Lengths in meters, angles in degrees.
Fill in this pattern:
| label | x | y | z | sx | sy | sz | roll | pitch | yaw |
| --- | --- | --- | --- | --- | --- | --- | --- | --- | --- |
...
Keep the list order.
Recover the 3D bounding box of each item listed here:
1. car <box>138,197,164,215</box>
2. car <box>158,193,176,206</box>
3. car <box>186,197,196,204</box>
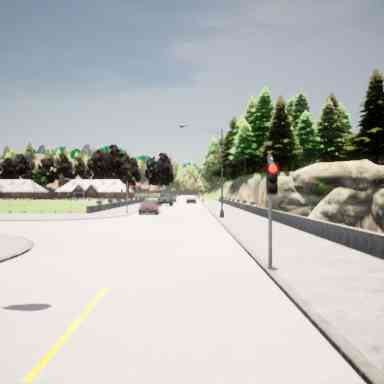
| label | x | y | z | sx | sy | sz | roll | pitch | yaw |
| --- | --- | --- | --- | --- | --- | --- | --- | --- | --- |
| car | -4.182 | 1.519 | 33.321 | 1.812 | 1.442 | 4.674 | 0 | 0 | 0 |
| car | -4.212 | 1.211 | 53.564 | 2.150 | 2.045 | 5.566 | 0 | 0 | 0 |
| car | -0.151 | 1.588 | 63.548 | 1.895 | 1.301 | 4.718 | 0 | 0 | 0 |
